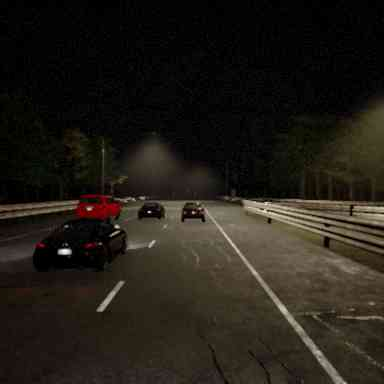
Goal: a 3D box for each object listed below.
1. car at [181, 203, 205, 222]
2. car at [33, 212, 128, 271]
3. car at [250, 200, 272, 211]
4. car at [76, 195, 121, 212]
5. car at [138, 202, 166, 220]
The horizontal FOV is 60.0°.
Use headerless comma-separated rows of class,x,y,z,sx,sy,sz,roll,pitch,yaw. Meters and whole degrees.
car,0.095,1.567,26.918,2.033,1.411,5.357,0,0,0
car,-3.402,1.572,10.897,1.994,1.385,4.181,0,0,0
car,9.047,1.652,42.338,1.994,1.385,4.181,0,0,-21
car,-6.904,1.240,25.069,2.150,2.045,5.566,0,0,0
car,-3.403,1.586,28.684,1.994,1.385,4.181,0,0,0
